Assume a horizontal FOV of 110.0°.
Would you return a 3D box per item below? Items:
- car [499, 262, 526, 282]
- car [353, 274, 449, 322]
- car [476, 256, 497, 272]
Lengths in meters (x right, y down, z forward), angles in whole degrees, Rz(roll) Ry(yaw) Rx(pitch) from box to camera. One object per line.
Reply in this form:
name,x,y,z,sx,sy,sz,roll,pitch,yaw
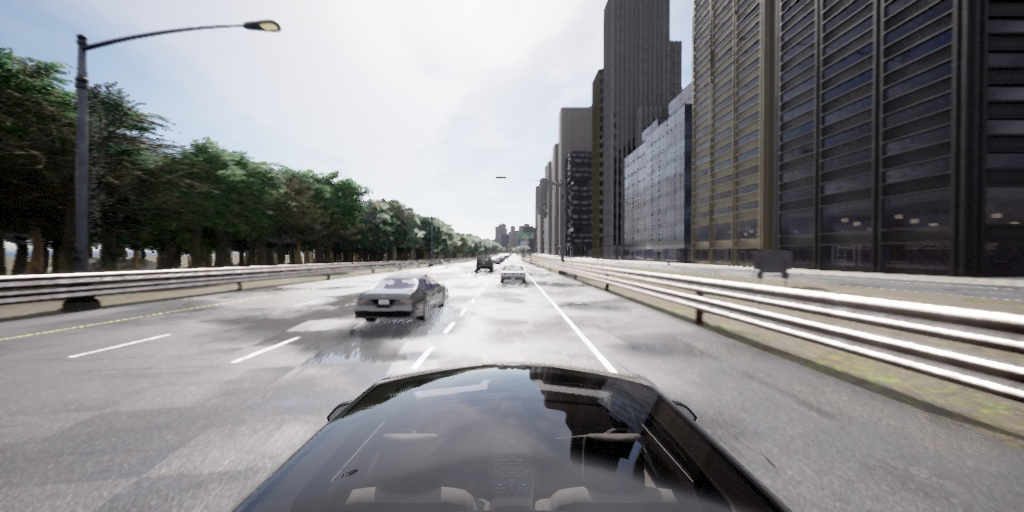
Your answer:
car,0.084,1.378,28.951,1.895,1.301,4.718,0,0,0
car,-3.497,1.306,12.294,2.033,1.411,5.357,0,0,0
car,-3.580,1.033,47.779,2.150,2.045,5.566,0,0,0
